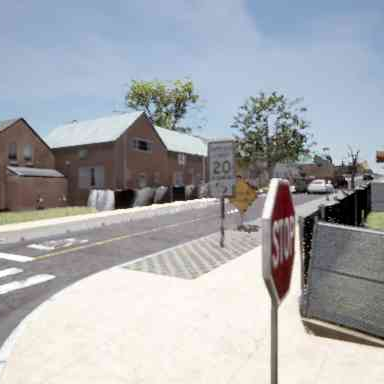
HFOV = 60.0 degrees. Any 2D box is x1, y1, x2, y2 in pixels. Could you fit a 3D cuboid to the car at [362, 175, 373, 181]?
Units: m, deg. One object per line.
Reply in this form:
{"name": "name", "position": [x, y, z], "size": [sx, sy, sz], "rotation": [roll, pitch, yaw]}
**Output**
{"name": "car", "position": [40.432, -3.256, 76.505], "size": [1.882, 1.535, 5.008], "rotation": [0, 3, 32]}

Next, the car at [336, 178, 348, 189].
{"name": "car", "position": [20.635, -1.301, 46.793], "size": [1.882, 1.535, 5.008], "rotation": [0, 3, 32]}

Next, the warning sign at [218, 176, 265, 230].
{"name": "warning sign", "position": [1.834, 0.421, 12.224], "size": [1.300, 1.860, 1.060], "rotation": [-4, -2, 32]}

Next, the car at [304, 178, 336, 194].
{"name": "car", "position": [13.854, -0.565, 35.957], "size": [1.812, 1.442, 4.674], "rotation": [0, 3, 33]}

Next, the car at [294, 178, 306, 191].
{"name": "car", "position": [14.579, -1.031, 42.355], "size": [2.097, 1.767, 4.553], "rotation": [0, 3, 33]}
